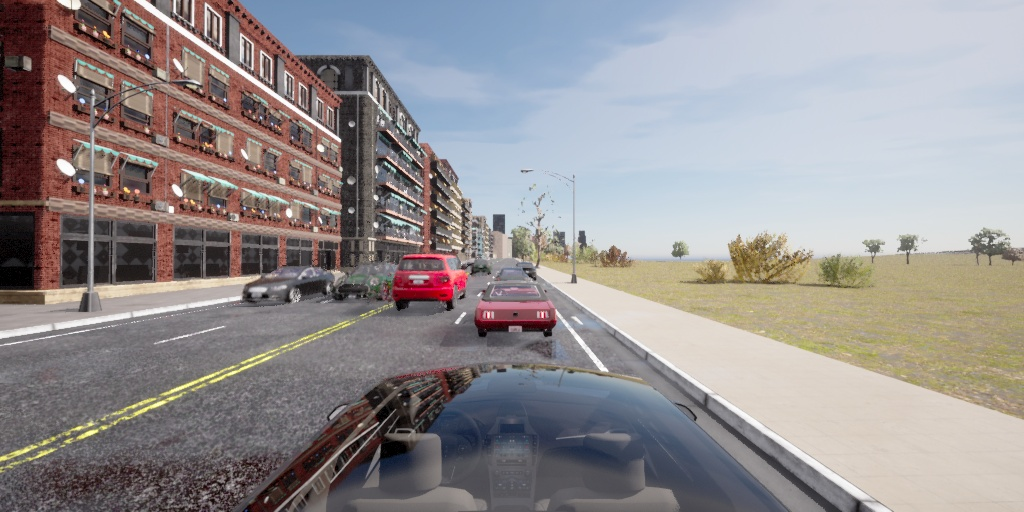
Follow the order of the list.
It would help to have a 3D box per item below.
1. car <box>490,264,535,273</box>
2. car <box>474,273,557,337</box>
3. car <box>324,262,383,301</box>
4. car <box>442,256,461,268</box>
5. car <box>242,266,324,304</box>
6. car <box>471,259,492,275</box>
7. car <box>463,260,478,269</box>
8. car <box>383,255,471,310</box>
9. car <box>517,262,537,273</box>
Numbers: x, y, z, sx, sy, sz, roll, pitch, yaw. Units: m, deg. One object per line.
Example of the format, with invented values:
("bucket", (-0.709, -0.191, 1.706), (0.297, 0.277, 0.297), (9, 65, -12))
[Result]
("car", (0.033, 1.317, 20.288), (1.994, 1.385, 4.181), (0, 0, 0))
("car", (0.074, 1.352, 10.258), (1.895, 1.301, 4.718), (0, 0, 0))
("car", (-6.649, 1.104, 17.149), (2.097, 1.767, 4.553), (0, 0, 0))
("car", (-10.010, 0.976, 59.774), (2.150, 2.045, 5.566), (0, 0, 0))
("car", (-9.897, 1.244, 16.340), (2.128, 1.511, 4.902), (0, 0, 0))
("car", (-3.268, 1.106, 39.562), (2.097, 1.767, 4.553), (0, 0, 0))
("car", (-6.763, 1.353, 59.129), (1.895, 1.301, 4.718), (0, 0, 0))
("car", (-3.192, 0.974, 14.897), (2.150, 2.045, 5.566), (0, 0, 0))
("car", (1.048, 1.259, 30.282), (1.837, 1.490, 4.892), (0, 0, 0))
